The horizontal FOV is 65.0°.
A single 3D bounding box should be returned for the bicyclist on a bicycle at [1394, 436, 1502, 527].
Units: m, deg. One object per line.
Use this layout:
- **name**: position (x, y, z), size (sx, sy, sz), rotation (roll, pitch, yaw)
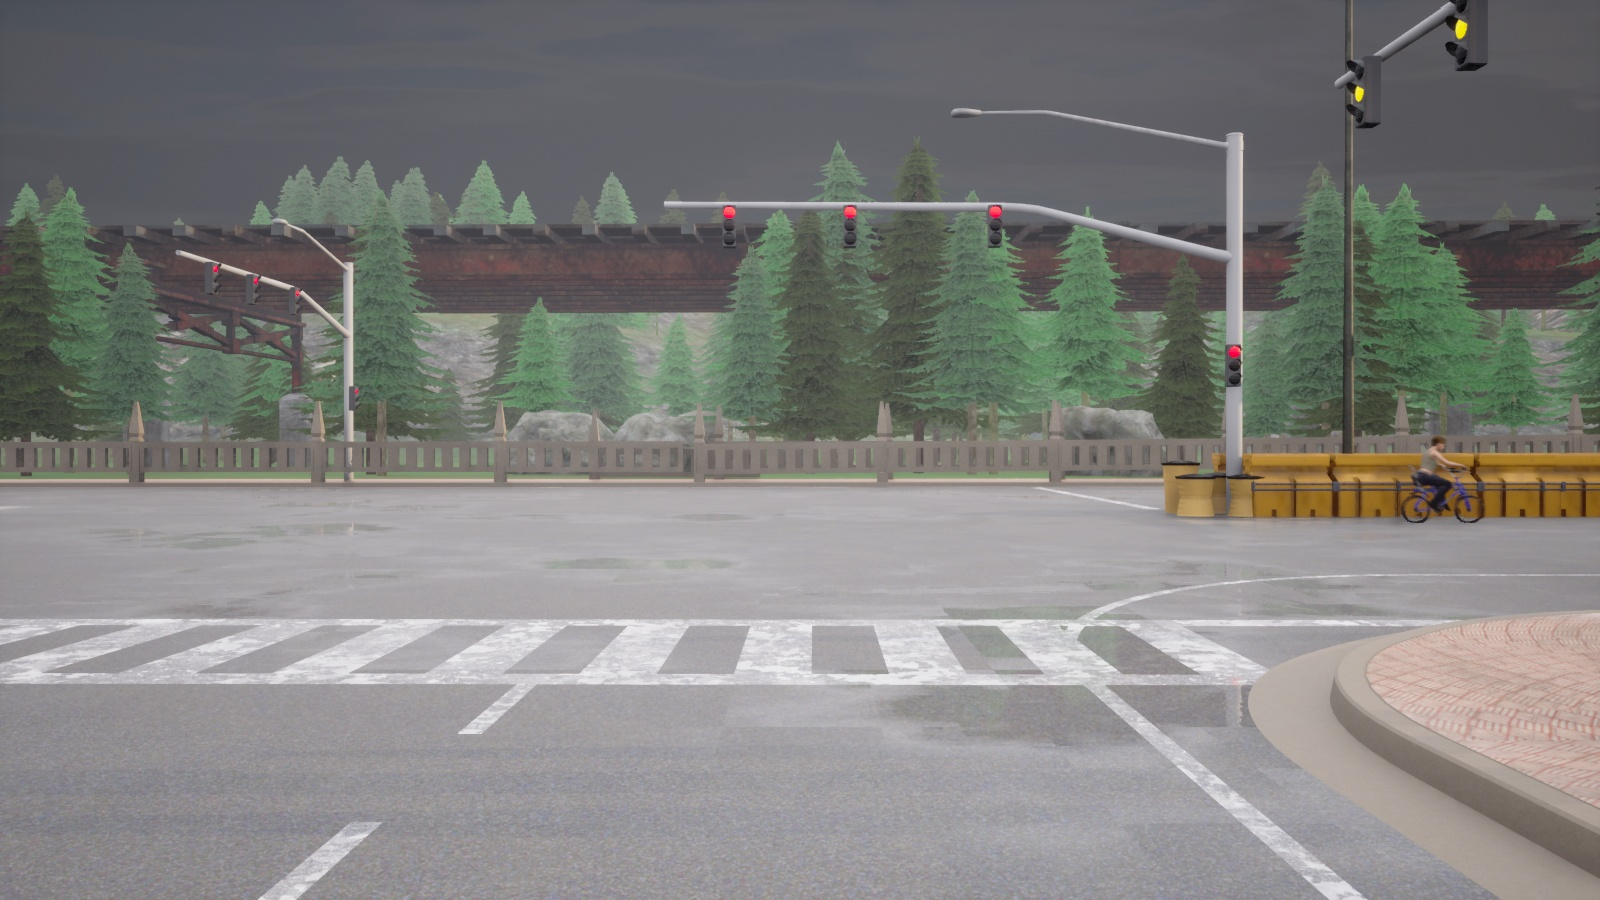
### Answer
- **bicyclist on a bicycle**: position (11.756, 0.564, 22.819), size (1.509, 1.612, 0.866), rotation (0, 0, 0)
